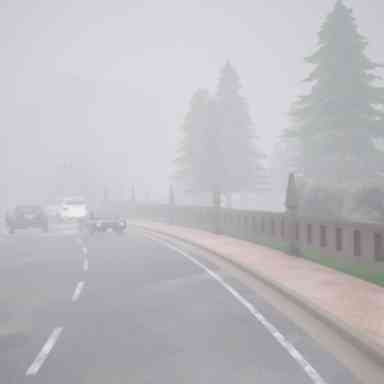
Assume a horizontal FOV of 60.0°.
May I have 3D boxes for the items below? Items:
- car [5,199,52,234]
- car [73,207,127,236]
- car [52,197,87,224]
[{"bbox_3d":[-10.649,1.555,21.336,2.097,1.767,4.553,0,0,-32],"label":"car"},{"bbox_3d":[-5.406,1.754,19.468,1.895,1.301,4.718,0,0,-29],"label":"car"},{"bbox_3d":[-10.547,1.461,27.776,2.150,2.045,5.566,0,0,-38],"label":"car"}]
